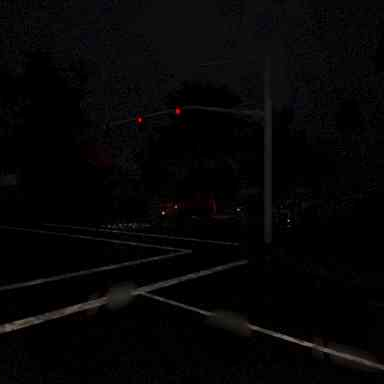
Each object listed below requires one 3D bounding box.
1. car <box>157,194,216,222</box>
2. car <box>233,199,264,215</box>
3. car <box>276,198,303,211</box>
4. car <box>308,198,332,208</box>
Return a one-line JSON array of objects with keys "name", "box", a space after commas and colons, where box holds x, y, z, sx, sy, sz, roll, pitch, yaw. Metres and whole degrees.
[{"name": "car", "box": [-0.342, 1.221, 27.004, 2.150, 2.045, 5.566, 0, 0, 41]}, {"name": "car", "box": [6.165, 1.491, 34.491, 2.128, 1.511, 4.902, 0, 0, 41]}, {"name": "car", "box": [12.262, 1.525, 41.513, 1.812, 1.442, 4.674, 0, 0, 41]}, {"name": "car", "box": [18.891, 1.600, 49.123, 1.895, 1.301, 4.718, 0, 0, 41]}]
